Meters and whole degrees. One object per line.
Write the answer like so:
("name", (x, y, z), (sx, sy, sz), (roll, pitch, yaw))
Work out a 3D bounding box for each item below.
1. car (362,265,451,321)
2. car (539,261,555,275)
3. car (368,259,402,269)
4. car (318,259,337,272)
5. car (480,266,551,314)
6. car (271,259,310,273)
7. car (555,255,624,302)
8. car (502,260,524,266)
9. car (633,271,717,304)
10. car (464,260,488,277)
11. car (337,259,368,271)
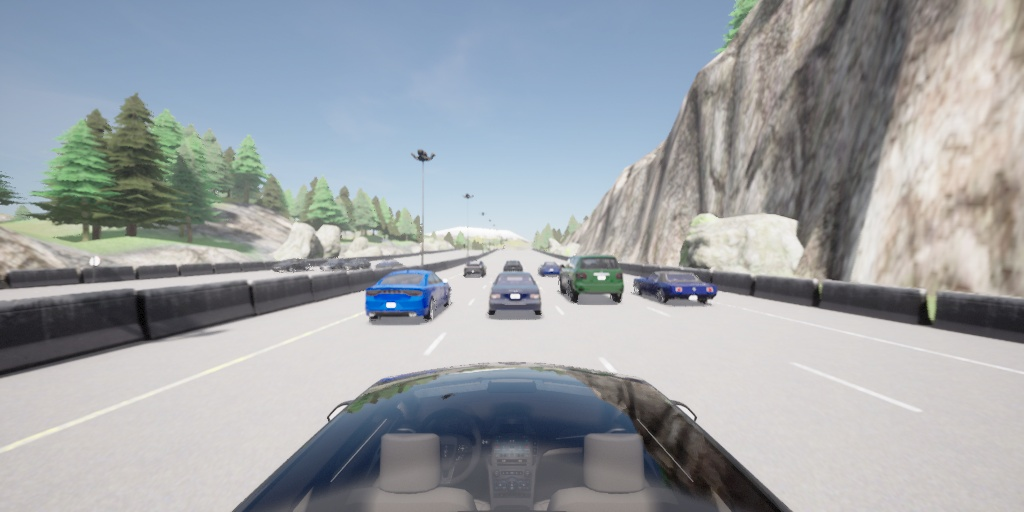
("car", (-3.398, 1.229, 12.548), (1.882, 1.535, 5.008), (0, 0, 0))
("car", (3.603, 1.192, 34.425), (1.994, 1.385, 4.181), (0, 1, 0))
("car", (-14.084, 1.104, 41.023), (2.033, 1.411, 5.357), (0, 1, 0))
("car", (-21.077, 1.058, 42.850), (1.812, 1.442, 4.674), (0, 1, 0))
("car", (0.101, 1.297, 13.686), (2.033, 1.411, 5.357), (0, 0, 0))
("car", (-24.584, 1.073, 39.996), (1.837, 1.490, 4.892), (0, 1, 0))
("car", (3.601, 0.963, 17.063), (2.150, 2.045, 5.566), (0, 0, 0))
("car", (0.103, 1.139, 33.880), (1.837, 1.490, 4.892), (0, 1, 0))
("car", (7.102, 1.345, 16.265), (1.895, 1.301, 4.718), (0, 0, 0))
("car", (-3.397, 1.126, 33.758), (2.128, 1.511, 4.902), (0, 1, 0))
("car", (-17.581, 1.062, 40.936), (1.837, 1.490, 4.892), (0, 1, 0))
